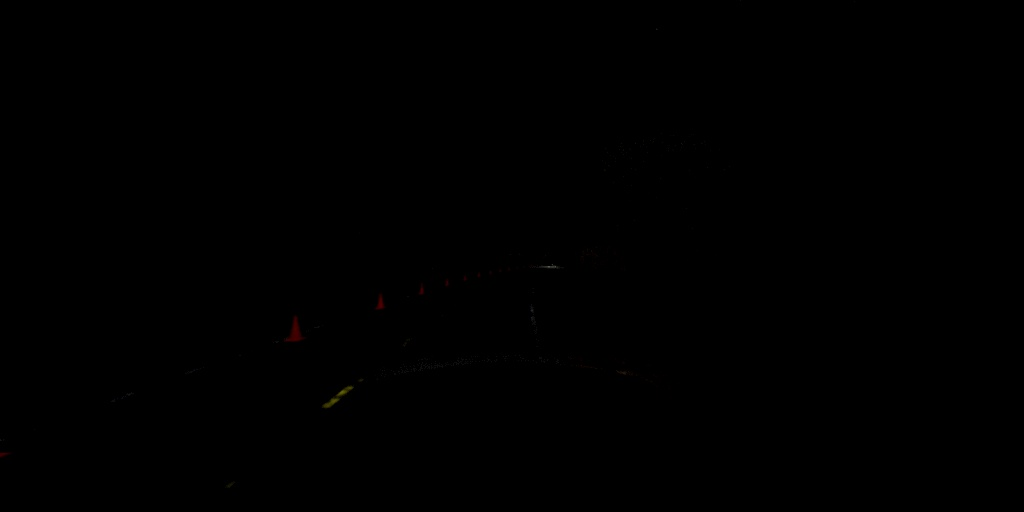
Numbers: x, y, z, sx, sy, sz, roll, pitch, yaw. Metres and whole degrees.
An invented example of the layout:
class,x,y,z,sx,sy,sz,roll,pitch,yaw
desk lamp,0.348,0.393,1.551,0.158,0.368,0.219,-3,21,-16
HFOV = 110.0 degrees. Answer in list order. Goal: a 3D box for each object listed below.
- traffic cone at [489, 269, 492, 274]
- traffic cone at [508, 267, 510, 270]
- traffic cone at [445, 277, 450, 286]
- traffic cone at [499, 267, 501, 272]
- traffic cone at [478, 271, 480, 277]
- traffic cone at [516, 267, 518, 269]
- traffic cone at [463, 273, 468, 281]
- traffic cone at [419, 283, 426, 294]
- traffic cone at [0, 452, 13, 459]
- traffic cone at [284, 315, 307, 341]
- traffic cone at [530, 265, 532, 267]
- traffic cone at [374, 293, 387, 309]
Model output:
class,x,y,z,sx,sy,sz,roll,pitch,yaw
traffic cone,-2.319,1.669,38.718,0.340,0.580,0.340,0,0,10
traffic cone,-0.400,1.658,48.667,0.340,0.580,0.340,0,0,12
traffic cone,-4.276,1.677,23.650,0.340,0.580,0.340,0,0,5
traffic cone,-1.421,1.664,43.704,0.340,0.580,0.340,0,0,11
traffic cone,-3.095,1.672,33.713,0.340,0.580,0.340,0,0,8
traffic cone,0.742,1.650,53.603,0.340,0.580,0.340,0,0,14
traffic cone,-3.747,1.675,28.689,0.340,0.580,0.340,0,0,7
traffic cone,-4.681,1.680,18.601,0.340,0.580,0.340,0,0,4
traffic cone,-5.149,1.685,3.412,0.340,0.580,0.340,0,0,0
traffic cone,-5.117,1.684,8.478,0.340,0.580,0.340,0,0,1
traffic cone,3.389,1.630,63.383,0.340,0.580,0.340,0,0,17
traffic cone,-4.961,1.683,13.542,0.340,0.580,0.340,0,0,2
